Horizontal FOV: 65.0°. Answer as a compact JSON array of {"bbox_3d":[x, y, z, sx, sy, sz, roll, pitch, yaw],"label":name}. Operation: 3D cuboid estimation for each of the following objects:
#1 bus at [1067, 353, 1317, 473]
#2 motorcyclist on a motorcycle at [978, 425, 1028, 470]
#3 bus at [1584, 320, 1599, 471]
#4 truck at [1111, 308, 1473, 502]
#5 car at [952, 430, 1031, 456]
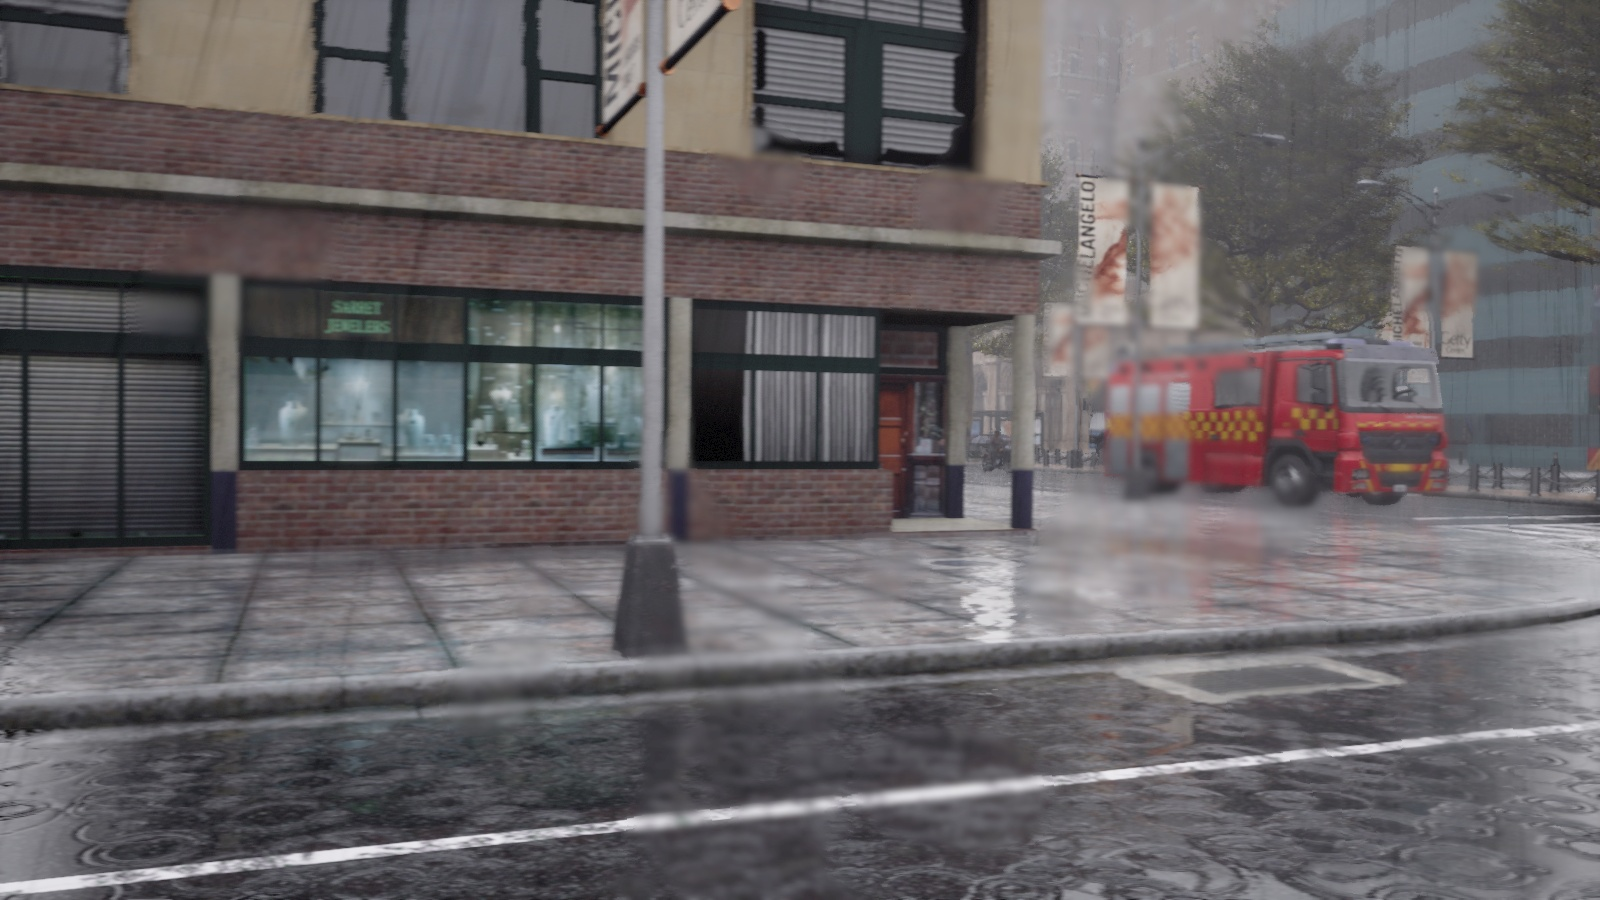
[{"bbox_3d":[15.222,-1.552,50.067,3.944,4.253,10.273,-1,3,-21],"label":"bus"},{"bbox_3d":[7.671,-0.103,47.585,0.766,1.649,2.350,-1,2,-21],"label":"motorcyclist on a motorcycle"},{"bbox_3d":[26.073,-1.367,31.706,3.944,4.253,10.273,-1,3,-21],"label":"bus"},{"bbox_3d":[10.971,-0.956,29.243,2.891,3.827,8.468,-1,1,-21],"label":"truck"},{"bbox_3d":[10.825,-0.425,71.394,2.033,1.411,5.357,-1,1,-20],"label":"car"}]
